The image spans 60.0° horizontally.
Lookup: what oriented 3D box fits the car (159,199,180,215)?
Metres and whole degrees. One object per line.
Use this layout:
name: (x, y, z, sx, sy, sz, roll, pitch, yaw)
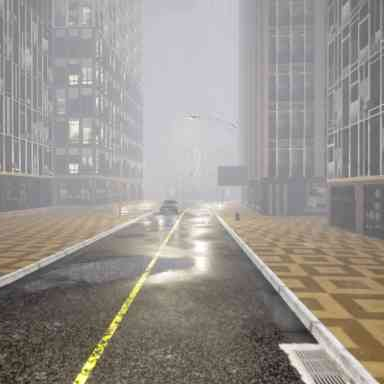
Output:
car: (-2.273, 1.528, 34.422, 1.837, 1.490, 4.892, 0, 0, 1)
